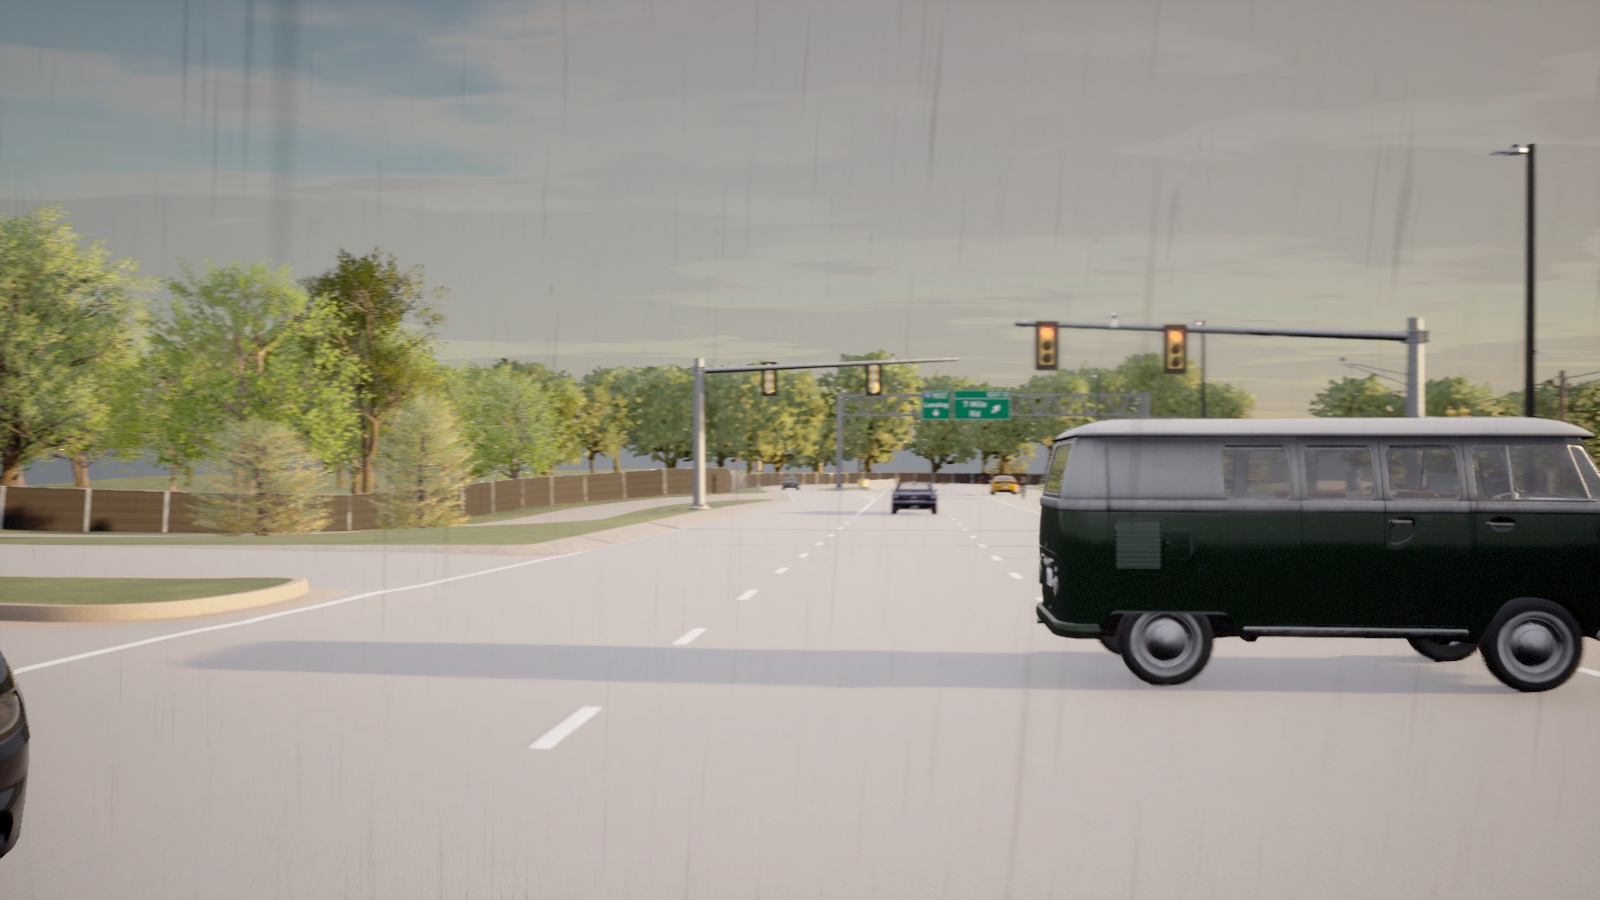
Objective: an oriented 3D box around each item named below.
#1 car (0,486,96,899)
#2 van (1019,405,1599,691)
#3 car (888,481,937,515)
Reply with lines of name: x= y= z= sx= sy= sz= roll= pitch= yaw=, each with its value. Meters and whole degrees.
car: x=-4.928 y=0.895 z=5.153 sx=5.008 sy=1.535 sz=1.882 roll=0 pitch=-2 yaw=40
van: x=4.040 y=0.709 z=9.783 sx=4.442 sy=1.987 sz=1.775 roll=0 pitch=-1 yaw=5
car: x=4.562 y=1.917 z=51.147 sx=1.895 sy=1.301 sz=4.718 roll=0 pitch=-1 yaw=5
